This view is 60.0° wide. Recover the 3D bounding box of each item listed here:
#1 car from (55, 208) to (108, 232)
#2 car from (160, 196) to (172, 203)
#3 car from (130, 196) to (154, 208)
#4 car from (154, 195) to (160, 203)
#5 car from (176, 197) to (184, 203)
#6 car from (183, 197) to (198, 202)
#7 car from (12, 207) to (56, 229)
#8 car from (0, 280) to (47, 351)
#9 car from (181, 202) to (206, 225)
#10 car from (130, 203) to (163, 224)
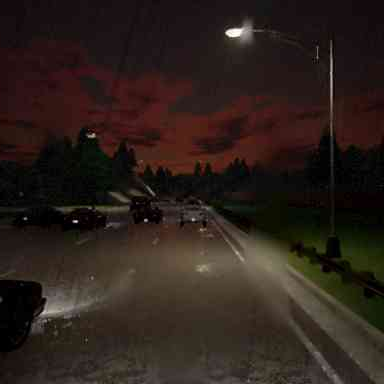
[{"bbox_3d":[-6.904,1.736,21.689,1.994,1.385,4.181,0,0,0],"label":"car"},{"bbox_3d":[-7.012,2.293,90.738,1.895,1.301,4.718,0,0,0],"label":"car"},{"bbox_3d":[-6.906,1.575,44.873,2.150,2.045,5.566,0,0,0],"label":"car"},{"bbox_3d":[-10.512,2.057,92.347,2.097,1.767,4.553,0,0,0],"label":"car"},{"bbox_3d":[-3.512,2.183,91.127,1.837,1.490,4.892,0,0,0],"label":"car"},{"bbox_3d":[0.093,1.867,46.080,1.837,1.490,4.892,0,0,0],"label":"car"},{"bbox_3d":[-10.405,1.732,23.274,2.033,1.411,5.357,0,0,0],"label":"car"},{"bbox_3d":[-3.402,1.574,3.220,2.033,1.411,5.357,0,0,0],"label":"car"},{"bbox_3d":[0.093,1.726,25.585,1.812,1.442,4.674,0,0,0],"label":"car"},{"bbox_3d":[-3.405,1.812,26.854,1.895,1.301,4.718,0,0,0],"label":"car"}]
